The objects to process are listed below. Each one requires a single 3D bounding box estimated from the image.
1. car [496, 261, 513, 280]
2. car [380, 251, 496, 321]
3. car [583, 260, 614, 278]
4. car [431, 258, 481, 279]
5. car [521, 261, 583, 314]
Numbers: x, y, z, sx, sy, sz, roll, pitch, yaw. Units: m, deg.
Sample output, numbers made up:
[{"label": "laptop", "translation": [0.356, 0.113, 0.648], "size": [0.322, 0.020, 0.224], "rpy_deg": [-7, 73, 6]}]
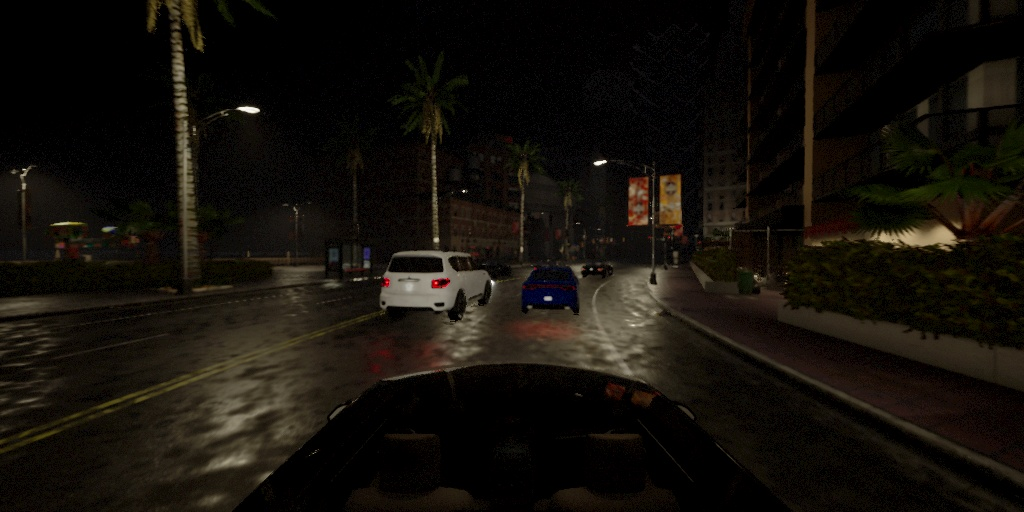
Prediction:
[{"label": "car", "translation": [-1.494, 1.068, 28.031], "size": [1.994, 1.385, 4.181], "rpy_deg": [0, 1, 22]}, {"label": "car", "translation": [-2.276, 0.865, 12.162], "size": [2.150, 2.045, 5.566], "rpy_deg": [0, 1, 10]}, {"label": "car", "translation": [7.241, 1.077, 30.149], "size": [2.033, 1.411, 5.357], "rpy_deg": [1, 1, 25]}, {"label": "car", "translation": [-4.548, 0.977, 29.810], "size": [1.837, 1.490, 4.892], "rpy_deg": [0, 0, 22]}, {"label": "car", "translation": [1.571, 1.130, 13.386], "size": [1.882, 1.535, 5.008], "rpy_deg": [0, 0, 11]}]
